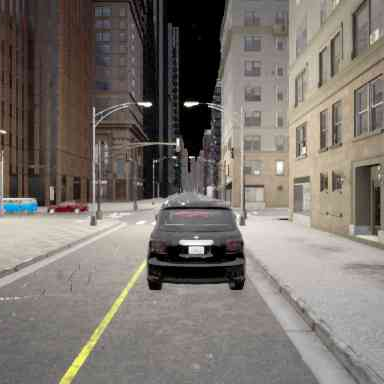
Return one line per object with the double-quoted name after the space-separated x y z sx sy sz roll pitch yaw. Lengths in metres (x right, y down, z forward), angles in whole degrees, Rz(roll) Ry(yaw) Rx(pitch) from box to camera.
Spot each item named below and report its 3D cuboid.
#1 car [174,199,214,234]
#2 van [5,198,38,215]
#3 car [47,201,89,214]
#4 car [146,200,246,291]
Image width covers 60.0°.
0.097 1.356 20.005 2.097 1.767 4.553 0 0 0 "car"
-19.590 1.589 37.489 3.998 1.788 1.690 -1 0 0 "van"
-13.964 1.724 37.467 4.507 1.381 1.887 -1 0 0 "car"
0.104 1.223 9.143 2.150 2.045 5.566 0 0 0 "car"
